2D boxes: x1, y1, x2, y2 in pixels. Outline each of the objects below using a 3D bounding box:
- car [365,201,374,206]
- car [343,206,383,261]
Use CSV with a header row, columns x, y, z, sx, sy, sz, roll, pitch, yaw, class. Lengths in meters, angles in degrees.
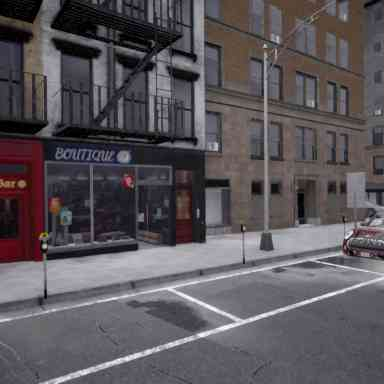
x,y,z,sx,sy,sz,roll,pitch,yaw,class
15.198,1.519,29.869,2.097,1.767,4.553,-1,0,-34,car
7.051,1.441,11.606,4.097,1.590,1.967,0,-1,-36,car
